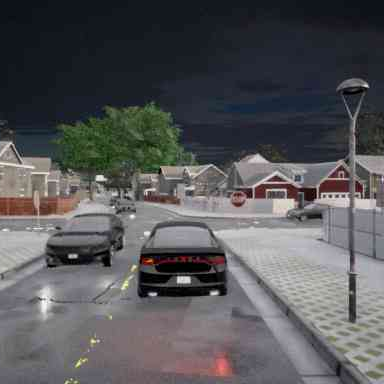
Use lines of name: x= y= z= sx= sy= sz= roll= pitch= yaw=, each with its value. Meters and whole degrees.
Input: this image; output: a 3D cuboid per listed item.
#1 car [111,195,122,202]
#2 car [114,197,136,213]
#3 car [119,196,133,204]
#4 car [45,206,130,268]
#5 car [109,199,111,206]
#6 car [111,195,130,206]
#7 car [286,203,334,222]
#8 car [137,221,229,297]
car: x=-16.874 y=1.495 z=74.471 sx=1.882 sy=1.535 sz=5.008 roll=0 pitch=0 yaw=-19
car: x=-7.137 y=1.579 z=36.016 sx=1.994 sy=1.385 sz=4.181 roll=0 pitch=0 yaw=-13
car: x=-12.658 y=1.513 z=63.286 sx=1.837 sy=1.490 sz=4.892 roll=0 pitch=0 yaw=-20
car: x=-3.465 y=1.480 z=11.540 sx=1.882 sy=1.535 sz=5.008 roll=0 pitch=0 yaw=-5
car: x=-12.649 y=1.572 z=54.973 sx=2.033 sy=1.411 sz=5.357 roll=0 pitch=0 yaw=-20
car: x=-9.461 y=1.568 z=45.045 sx=2.033 sy=1.411 sz=5.357 roll=0 pitch=0 yaw=-16
car: x=9.947 y=1.633 z=26.981 sx=4.674 sy=1.442 sz=1.812 roll=1 pitch=1 yaw=-15
car: x=-0.271 y=1.476 z=8.633 sx=1.882 sy=1.535 sz=5.008 roll=0 pitch=0 yaw=-3
